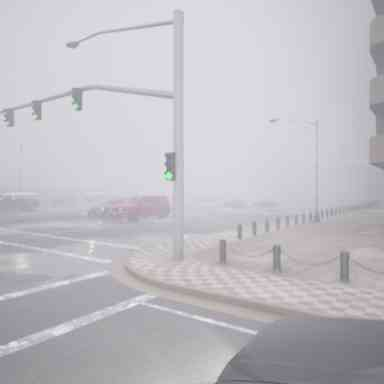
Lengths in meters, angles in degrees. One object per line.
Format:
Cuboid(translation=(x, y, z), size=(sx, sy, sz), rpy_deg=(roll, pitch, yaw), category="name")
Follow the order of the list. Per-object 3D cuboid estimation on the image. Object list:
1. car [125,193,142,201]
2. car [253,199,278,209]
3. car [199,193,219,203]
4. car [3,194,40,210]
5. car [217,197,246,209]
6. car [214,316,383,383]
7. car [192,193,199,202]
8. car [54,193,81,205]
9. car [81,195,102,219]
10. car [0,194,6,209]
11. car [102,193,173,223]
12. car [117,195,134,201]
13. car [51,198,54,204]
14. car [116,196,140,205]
Cuboid(translation=(-14.226, 1.169, 80.783), size=(1.905, 1.878, 3.866), rpy_deg=(0, 0, 36), category="car")
Cuboid(translation=(10.303, 1.644, 46.476), size=(1.895, 1.301, 4.718), rpy_deg=(0, 0, 36), category="car")
Cuboid(translation=(3.941, 1.184, 67.478), size=(1.932, 1.855, 4.605), rpy_deg=(0, 0, 36), category="car")
Cuboid(translation=(-24.428, 1.415, 47.942), size=(1.970, 1.475, 3.806), rpy_deg=(0, 0, 36), category="car")
Cuboid(translation=(5.833, 1.604, 46.302), size=(1.994, 1.385, 4.181), rpy_deg=(0, 0, 36), category="car")
Cuboid(translation=(2.745, 1.549, 2.003), size=(5.357, 1.411, 2.033), rpy_deg=(0, 0, 33), category="car")
Cuboid(translation=(1.636, 1.184, 69.230), size=(1.905, 1.878, 3.866), rpy_deg=(0, 0, 36), category="car")
Cuboid(translation=(-24.551, 1.165, 66.629), size=(1.932, 1.855, 4.605), rpy_deg=(0, 0, 36), category="car")
Cuboid(translation=(-6.826, 1.391, 28.897), size=(2.097, 1.767, 4.553), rpy_deg=(0, 0, 36), category="car")
Cuboid(translation=(-26.765, 1.381, 49.651), size=(1.784, 1.438, 3.905), rpy_deg=(0, 0, 36), category="car")
Cuboid(translation=(-4.075, 1.261, 26.732), size=(2.150, 2.045, 5.566), rpy_deg=(0, 0, 36), category="car")
Cuboid(translation=(-16.557, 1.406, 82.501), size=(1.970, 1.475, 3.806), rpy_deg=(0, 0, 36), category="car")
Cuboid(translation=(-26.851, 1.374, 68.390), size=(1.784, 1.438, 3.905), rpy_deg=(0, 0, 36), category="car")
Cuboid(translation=(-10.858, 1.421, 56.728), size=(1.970, 1.475, 3.806), rpy_deg=(0, 0, 36), category="car")
